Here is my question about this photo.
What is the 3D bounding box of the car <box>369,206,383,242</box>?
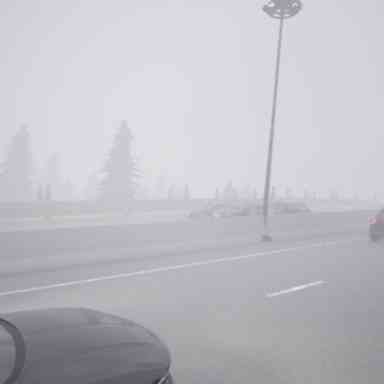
[{"bbox_3d":[10.190,1.362,15.309,4.553,1.767,2.097,0,0,-35],"label":"car"}]

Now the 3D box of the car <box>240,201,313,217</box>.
[{"bbox_3d":[5.565,1.362,20.851,4.553,1.767,2.097,0,0,-35],"label":"car"}]

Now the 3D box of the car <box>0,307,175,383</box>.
[{"bbox_3d":[-2.425,1.477,2.018,5.008,1.535,1.882,0,0,-35],"label":"car"}]

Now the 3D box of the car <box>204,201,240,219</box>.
[{"bbox_3d":[3.622,1.501,23.765,4.902,1.511,2.128,0,0,-35],"label":"car"}]

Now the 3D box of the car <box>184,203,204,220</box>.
[{"bbox_3d":[1.652,1.501,26.657,4.902,1.511,2.128,0,0,-35],"label":"car"}]
